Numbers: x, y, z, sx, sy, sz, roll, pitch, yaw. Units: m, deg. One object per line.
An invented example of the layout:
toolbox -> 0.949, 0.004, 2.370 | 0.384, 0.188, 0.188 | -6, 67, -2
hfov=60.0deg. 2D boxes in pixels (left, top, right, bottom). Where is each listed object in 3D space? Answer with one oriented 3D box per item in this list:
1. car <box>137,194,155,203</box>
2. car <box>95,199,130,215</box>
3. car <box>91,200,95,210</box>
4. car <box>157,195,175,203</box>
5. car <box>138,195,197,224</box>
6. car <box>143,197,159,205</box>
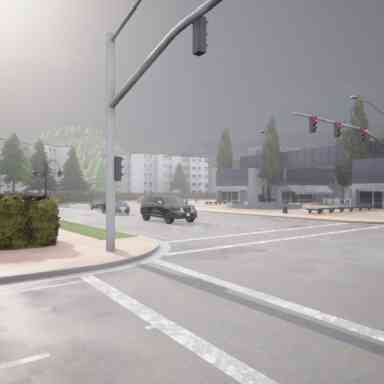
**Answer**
car -> -9.329, 1.352, 68.065 | 2.097, 1.767, 4.553 | 0, 0, 15
car -> -7.851, 1.492, 33.876 | 2.128, 1.511, 4.902 | 0, 0, -31
car -> -11.991, 1.563, 42.885 | 1.994, 1.385, 4.181 | 0, 0, -17
car -> -5.314, 1.477, 69.534 | 1.882, 1.535, 5.008 | 0, 0, 20
car -> -1.928, 1.221, 25.347 | 2.150, 2.045, 5.566 | 0, 0, -37
car -> -7.228, 1.547, 59.070 | 2.033, 1.411, 5.357 | 0, 0, 3
